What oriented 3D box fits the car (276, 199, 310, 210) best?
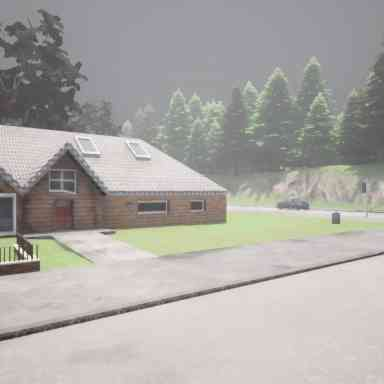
[{"bbox_3d":[12.781,1.564,42.301,1.994,1.385,4.181,0,0,-35],"label":"car"}]
